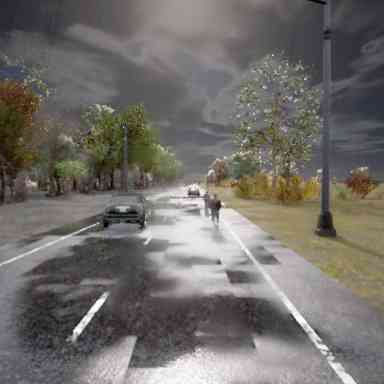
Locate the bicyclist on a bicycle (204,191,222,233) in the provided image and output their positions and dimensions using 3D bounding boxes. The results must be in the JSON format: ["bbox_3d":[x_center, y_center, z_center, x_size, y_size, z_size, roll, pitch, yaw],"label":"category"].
[{"bbox_3d":[1.032,0.941,14.874,0.659,1.776,1.843,0,2,0],"label":"bicyclist on a bicycle"}]

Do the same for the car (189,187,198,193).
[{"bbox_3d":[0.330,-0.528,74.487,1.895,1.301,4.718,0,2,0],"label":"car"}]

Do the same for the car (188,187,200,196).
[{"bbox_3d":[0.353,-0.089,57.891,1.994,1.385,4.181,0,2,0],"label":"car"}]

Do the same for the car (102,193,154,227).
[{"bbox_3d":[-3.319,0.831,18.123,2.097,1.767,4.553,0,2,0],"label":"car"}]
